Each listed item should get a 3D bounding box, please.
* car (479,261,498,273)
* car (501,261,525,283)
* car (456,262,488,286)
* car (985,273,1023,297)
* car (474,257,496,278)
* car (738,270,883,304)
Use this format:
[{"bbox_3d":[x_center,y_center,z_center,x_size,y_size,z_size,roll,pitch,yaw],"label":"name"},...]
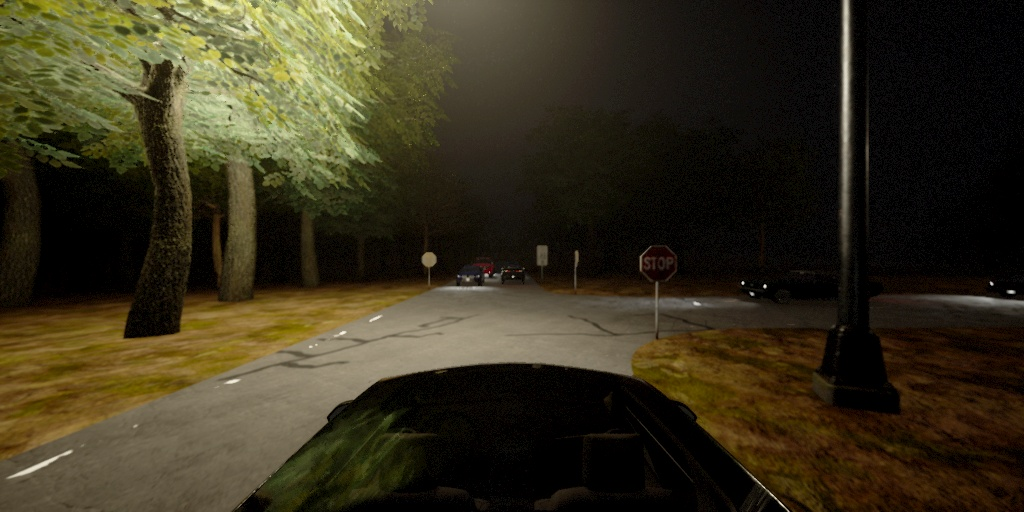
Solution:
[{"bbox_3d":[-3.113,1.480,48.288,2.128,1.511,4.902,0,0,0],"label":"car"},{"bbox_3d":[0.085,1.413,30.167,2.128,1.511,4.902,0,0,0],"label":"car"},{"bbox_3d":[-3.112,1.429,27.562,1.812,1.442,4.674,0,-1,0],"label":"car"},{"bbox_3d":[23.457,1.077,15.023,5.357,1.411,2.033,-1,1,-2],"label":"car"},{"bbox_3d":[-3.111,1.179,38.199,2.150,2.045,5.566,0,0,0],"label":"car"},{"bbox_3d":[12.374,1.272,15.129,4.718,1.301,1.895,-1,1,2],"label":"car"}]
